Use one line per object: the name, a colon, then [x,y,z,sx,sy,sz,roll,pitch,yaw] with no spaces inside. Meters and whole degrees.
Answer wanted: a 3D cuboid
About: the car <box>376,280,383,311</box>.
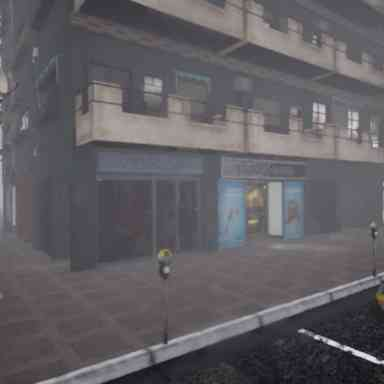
car: [5.193,1.410,6.113,4.829,1.417,1.752,-1,1,-35]
